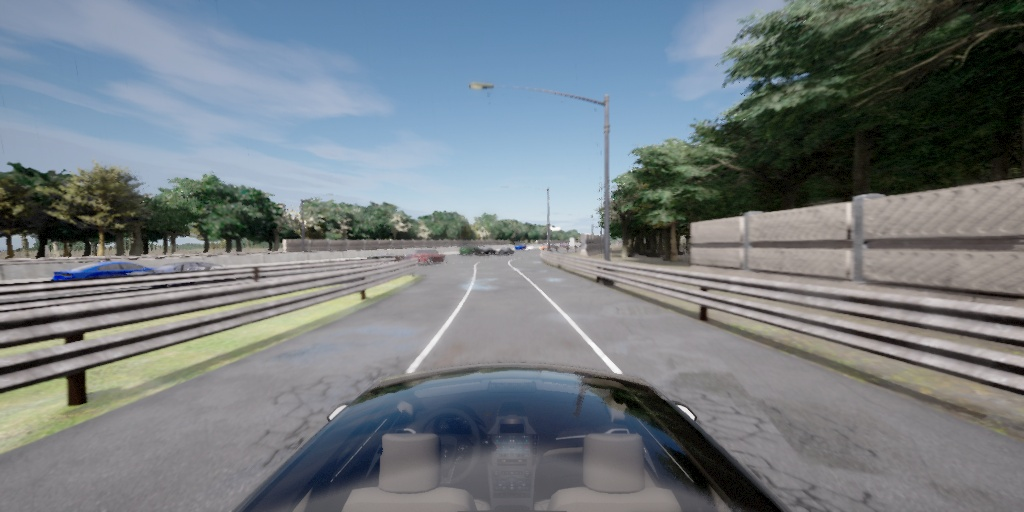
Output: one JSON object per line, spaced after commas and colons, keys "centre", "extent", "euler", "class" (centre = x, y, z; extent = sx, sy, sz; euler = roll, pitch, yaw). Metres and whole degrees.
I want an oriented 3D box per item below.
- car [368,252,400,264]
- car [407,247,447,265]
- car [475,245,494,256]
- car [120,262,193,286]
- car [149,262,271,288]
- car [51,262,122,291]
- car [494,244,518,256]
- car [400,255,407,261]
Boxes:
{"centre": [-15.031, 0.202, 43.348], "extent": [1.895, 1.301, 4.718], "euler": [0, 2, 19], "class": "car"}
{"centre": [-8.987, 0.014, 39.396], "extent": [2.097, 1.767, 4.553], "euler": [0, 2, 19], "class": "car"}
{"centre": [-4.273, -0.852, 63.862], "extent": [1.882, 1.535, 5.008], "euler": [0, 2, 19], "class": "car"}
{"centre": [-18.909, 1.047, 21.311], "extent": [2.033, 1.411, 5.357], "euler": [0, 2, 19], "class": "car"}
{"centre": [-15.864, 1.129, 19.400], "extent": [1.895, 1.301, 4.718], "euler": [0, 2, 19], "class": "car"}
{"centre": [-22.768, 1.054, 20.851], "extent": [1.882, 1.535, 5.008], "euler": [0, 2, 19], "class": "car"}
{"centre": [-0.970, -0.809, 62.706], "extent": [1.812, 1.442, 4.674], "euler": [0, 2, 19], "class": "car"}
{"centre": [-11.176, 0.093, 43.792], "extent": [1.994, 1.385, 4.181], "euler": [0, 2, 19], "class": "car"}
